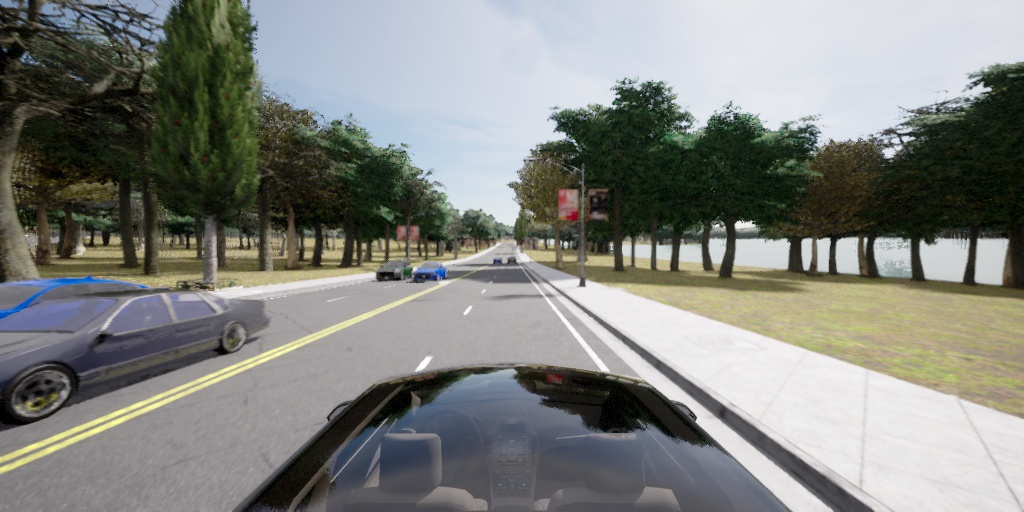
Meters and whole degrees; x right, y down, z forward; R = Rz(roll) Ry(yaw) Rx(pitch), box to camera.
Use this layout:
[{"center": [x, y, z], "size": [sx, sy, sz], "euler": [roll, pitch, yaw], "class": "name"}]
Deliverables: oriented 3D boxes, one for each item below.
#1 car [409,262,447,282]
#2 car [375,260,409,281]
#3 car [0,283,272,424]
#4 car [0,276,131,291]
[{"center": [-6.542, 1.263, 29.192], "size": [1.882, 1.535, 5.008], "euler": [0, 0, 1], "class": "car"}, {"center": [-9.782, 1.138, 30.246], "size": [2.097, 1.767, 4.553], "euler": [0, 0, 1], "class": "car"}, {"center": [-6.565, 1.295, 6.004], "size": [2.033, 1.411, 5.357], "euler": [0, 0, 0], "class": "car"}, {"center": [-9.800, 1.225, 7.482], "size": [1.882, 1.535, 5.008], "euler": [0, 0, 0], "class": "car"}]
